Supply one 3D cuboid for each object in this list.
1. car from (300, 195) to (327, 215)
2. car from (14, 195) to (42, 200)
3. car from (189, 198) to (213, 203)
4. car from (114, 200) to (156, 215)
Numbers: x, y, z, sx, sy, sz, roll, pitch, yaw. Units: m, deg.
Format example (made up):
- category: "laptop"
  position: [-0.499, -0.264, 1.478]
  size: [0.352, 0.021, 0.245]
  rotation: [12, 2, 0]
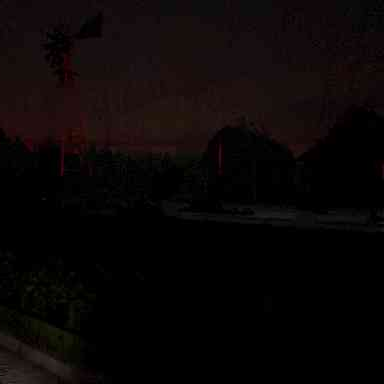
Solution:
- category: "car"
  position: [12.619, 1.291, 34.362]
  size: [1.905, 1.878, 3.866]
  rotation: [0, 0, 35]
- category: "car"
  position: [-25.181, 1.241, 51.734]
  size: [2.097, 1.767, 4.553]
  rotation: [0, 0, 37]
- category: "car"
  position: [1.263, 1.454, 41.652]
  size: [1.816, 1.474, 4.193]
  rotation: [0, 0, 35]
- category: "car"
  position: [-5.161, 1.472, 30.441]
  size: [1.784, 1.438, 3.905]
  rotation: [0, 0, 35]
